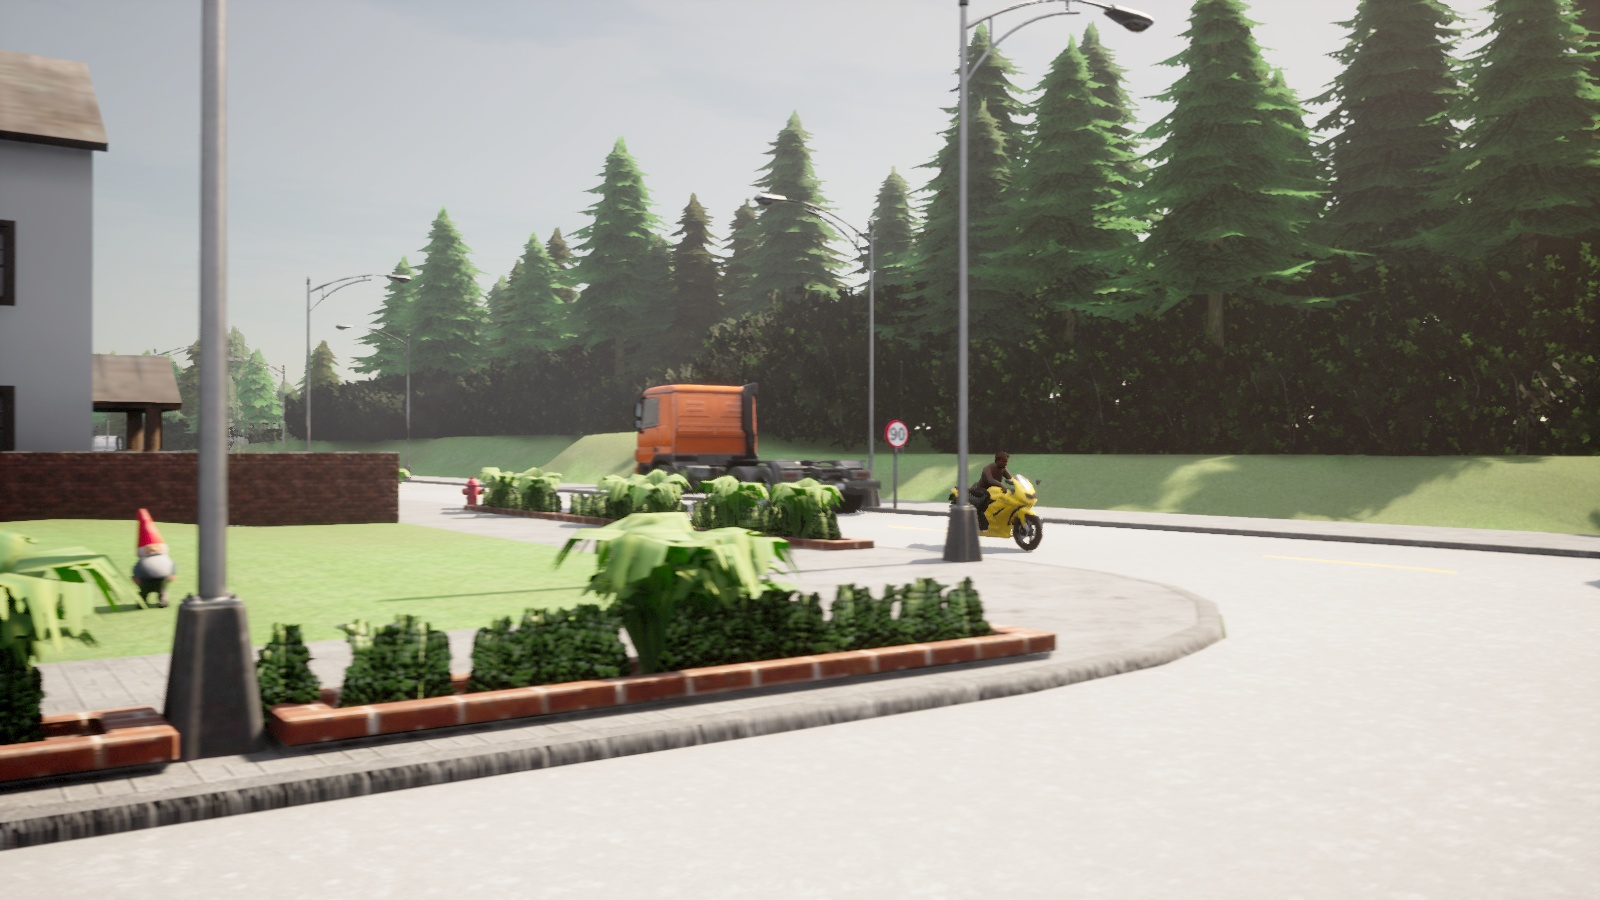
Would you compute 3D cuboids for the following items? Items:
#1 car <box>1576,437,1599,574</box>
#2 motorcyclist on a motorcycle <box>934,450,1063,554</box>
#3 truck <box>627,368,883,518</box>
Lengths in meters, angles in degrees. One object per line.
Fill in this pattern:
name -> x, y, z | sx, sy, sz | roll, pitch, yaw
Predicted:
car -> 10.309, 0.655, 13.294 | 1.851, 1.617, 3.988 | 0, 0, 2
motorcyclist on a motorcycle -> 3.056, 0.769, 19.543 | 0.797, 1.523, 2.044 | 0, 0, -35
truck -> -1.443, -0.152, 33.032 | 2.891, 3.462, 7.936 | 0, 0, -35
